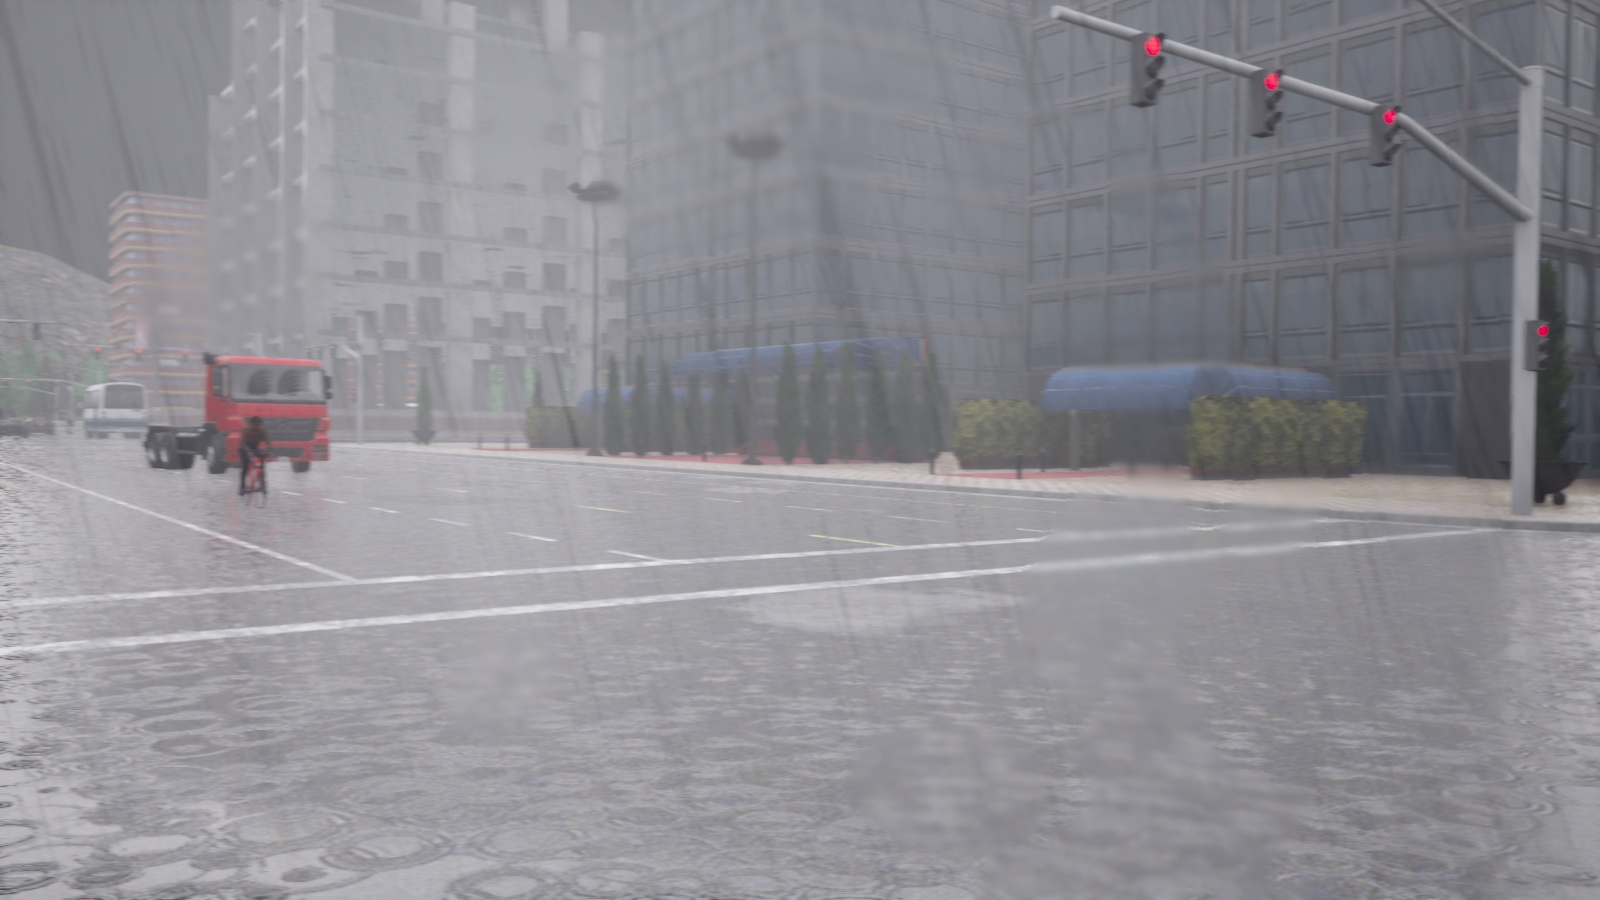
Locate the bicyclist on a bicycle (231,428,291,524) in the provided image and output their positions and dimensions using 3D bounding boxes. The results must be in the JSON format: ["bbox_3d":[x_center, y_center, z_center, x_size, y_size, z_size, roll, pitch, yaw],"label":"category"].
[{"bbox_3d":[-9.546,0.432,22.223,0.582,1.620,1.656,-1,2,-37],"label":"bicyclist on a bicycle"}]

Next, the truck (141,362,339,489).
[{"bbox_3d":[-17.103,-0.722,38.035,2.891,3.462,7.936,-1,1,-44],"label":"truck"}]
